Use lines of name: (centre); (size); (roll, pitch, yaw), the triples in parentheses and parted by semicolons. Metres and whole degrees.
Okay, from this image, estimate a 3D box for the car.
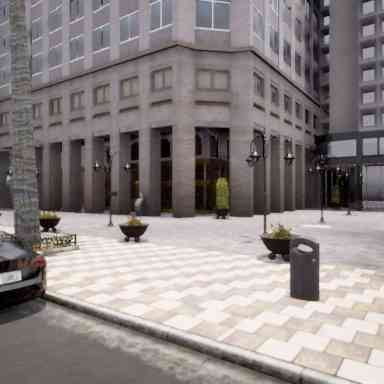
car: (-5.056, 1.529, 7.097); (4.786, 1.482, 2.161); (0, 0, 35)
